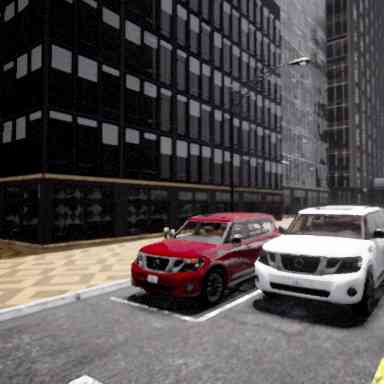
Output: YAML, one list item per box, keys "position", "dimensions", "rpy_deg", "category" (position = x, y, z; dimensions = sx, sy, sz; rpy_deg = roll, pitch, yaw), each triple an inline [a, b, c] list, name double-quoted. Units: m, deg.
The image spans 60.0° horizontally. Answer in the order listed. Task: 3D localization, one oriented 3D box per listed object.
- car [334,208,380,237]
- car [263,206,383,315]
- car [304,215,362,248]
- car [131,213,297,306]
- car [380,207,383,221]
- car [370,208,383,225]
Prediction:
- position: [10.988, 1.912, 21.987]
  dimensions: [1.967, 1.590, 4.097]
  rpy_deg: [-1, -1, 38]
  category: "car"
- position: [3.681, 1.393, 8.473]
  dimensions: [2.150, 2.045, 5.566]
  rpy_deg: [-2, -2, 38]
  category: "car"
- position: [7.571, 1.967, 17.617]
  dimensions: [1.802, 1.307, 4.206]
  rpy_deg: [-1, -1, 38]
  category: "car"
- position: [0.736, 1.525, 8.886]
  dimensions: [2.192, 1.841, 5.009]
  rpy_deg: [-1, -1, 38]
  category: "car"
- position: [21.241, 2.308, 35.088]
  dimensions: [1.802, 1.307, 4.206]
  rpy_deg: [-1, -1, 38]
  category: "car"
- position: [17.822, 2.224, 30.719]
  dimensions: [1.802, 1.307, 4.206]
  rpy_deg: [-1, -1, 38]
  category: "car"
